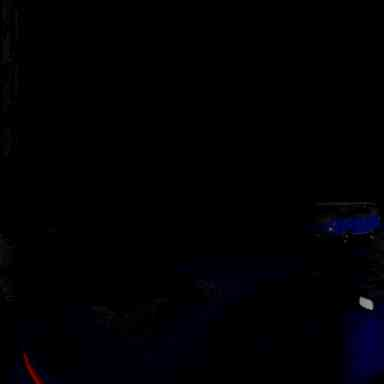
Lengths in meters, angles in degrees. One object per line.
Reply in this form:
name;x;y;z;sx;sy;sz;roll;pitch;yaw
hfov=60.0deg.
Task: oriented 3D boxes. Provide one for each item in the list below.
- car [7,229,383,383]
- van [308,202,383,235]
car;0.735;1.477;3.839;5.008;1.535;1.882;0;0;-35
van;7.074;1.342;15.444;3.998;1.788;1.690;0;0;-36
